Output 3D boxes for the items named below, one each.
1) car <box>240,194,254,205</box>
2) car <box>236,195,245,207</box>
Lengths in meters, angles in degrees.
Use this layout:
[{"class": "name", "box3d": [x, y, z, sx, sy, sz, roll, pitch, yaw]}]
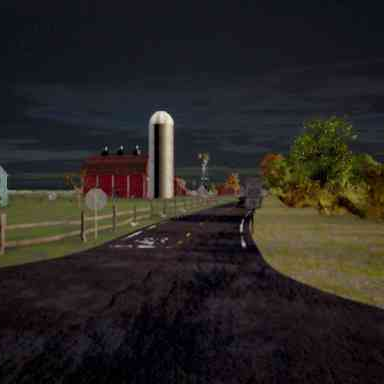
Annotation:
[{"class": "car", "box3d": [9.769, 1.258, 58.587, 2.097, 1.767, 4.553, 0, 0, 13]}, {"class": "car", "box3d": [7.510, 1.415, 48.442, 1.837, 1.490, 4.892, 0, 0, 13]}]
